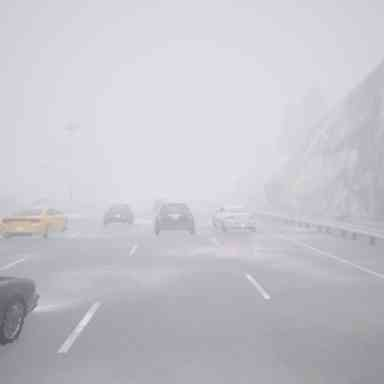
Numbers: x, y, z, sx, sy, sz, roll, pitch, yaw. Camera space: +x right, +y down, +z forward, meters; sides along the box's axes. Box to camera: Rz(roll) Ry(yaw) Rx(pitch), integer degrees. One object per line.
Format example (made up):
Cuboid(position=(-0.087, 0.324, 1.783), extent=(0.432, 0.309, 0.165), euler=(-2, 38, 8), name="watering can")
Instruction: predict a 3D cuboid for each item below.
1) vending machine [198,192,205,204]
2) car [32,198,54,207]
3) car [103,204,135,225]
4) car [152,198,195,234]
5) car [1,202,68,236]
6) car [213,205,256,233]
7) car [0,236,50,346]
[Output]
Cuboid(position=(1.716, 1.123, 60.091), extent=(1.100, 2.100, 0.880), euler=(0, 0, -8), name="vending machine")
Cuboid(position=(-23.505, 1.591, 52.481), extent=(1.895, 1.301, 4.718), euler=(0, 0, -8), name="car")
Cuboid(position=(-5.149, 1.548, 23.931), extent=(1.994, 1.385, 4.181), euler=(0, 0, -7), name="car")
Cuboid(position=(-1.070, 1.332, 19.186), extent=(2.097, 1.767, 4.553), euler=(0, 0, -6), name="car")
Cuboid(position=(-7.895, 1.475, 17.239), extent=(1.882, 1.535, 5.008), euler=(0, 0, -5), name="car")
Cuboid(position=(2.418, 1.498, 19.589), extent=(1.812, 1.442, 4.674), euler=(0, 0, -6), name="car")
Cuboid(position=(-3.498, 1.551, 3.285), extent=(2.033, 1.411, 5.357), euler=(0, 0, -1), name="car")
